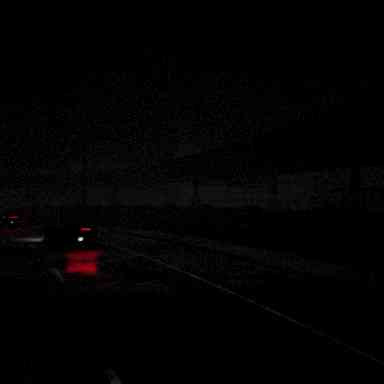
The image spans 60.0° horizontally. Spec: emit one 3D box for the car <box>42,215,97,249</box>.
[{"bbox_3d":[-6.320,1.929,16.967,1.837,1.490,4.892,2,-3,-33],"label":"car"}]

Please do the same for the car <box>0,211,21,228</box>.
[{"bbox_3d":[-17.735,2.593,31.576,2.128,1.511,4.902,3,-4,-42],"label":"car"}]
